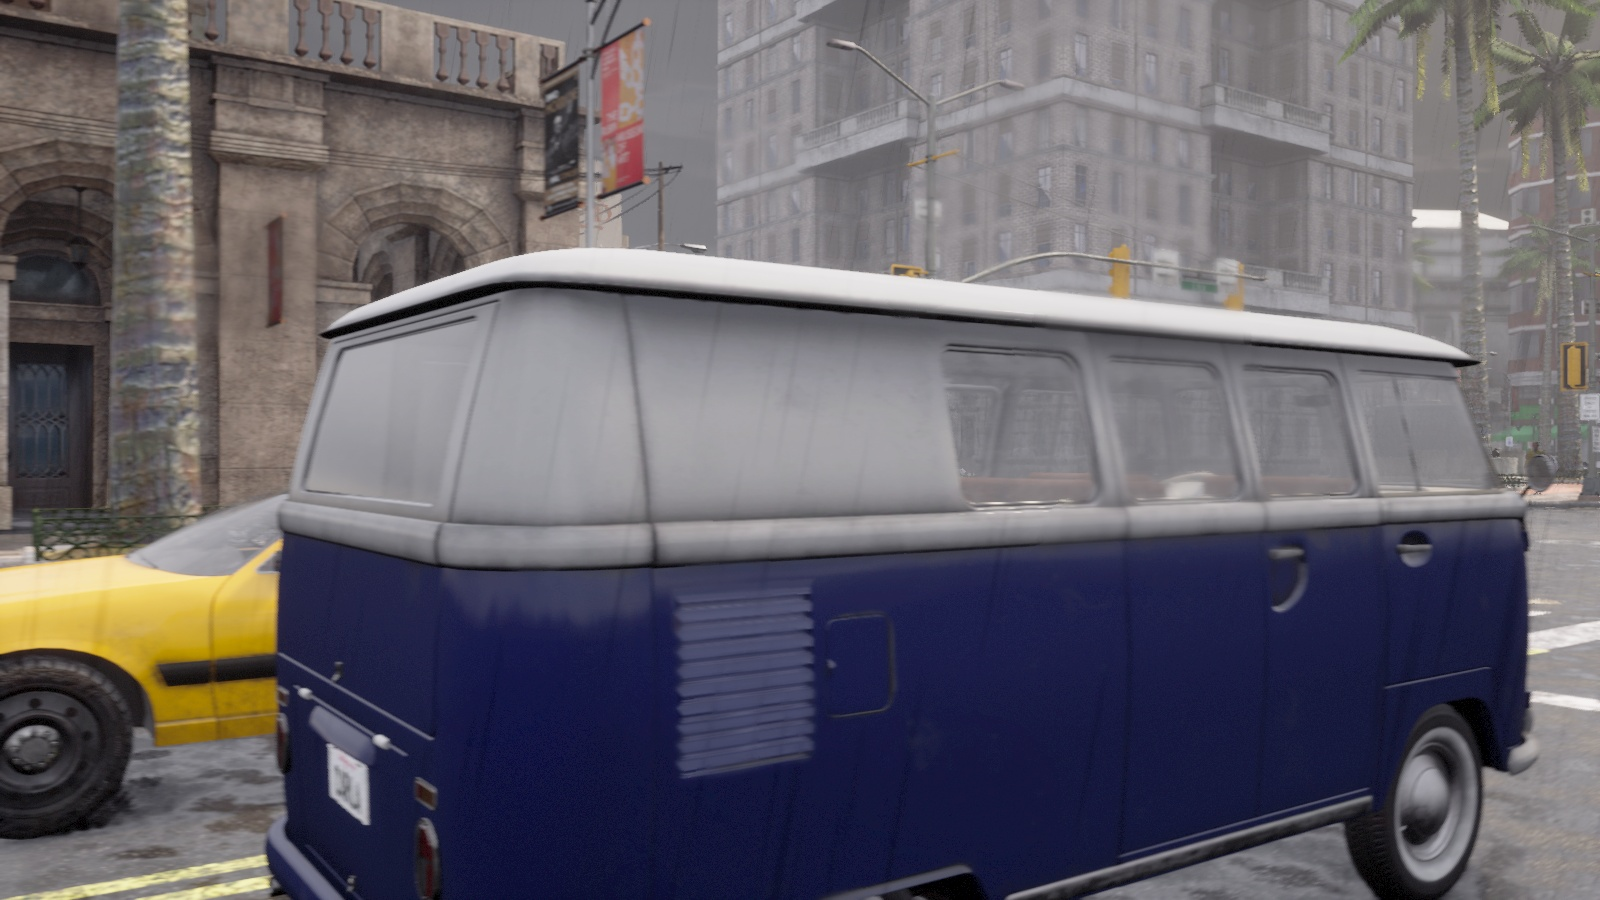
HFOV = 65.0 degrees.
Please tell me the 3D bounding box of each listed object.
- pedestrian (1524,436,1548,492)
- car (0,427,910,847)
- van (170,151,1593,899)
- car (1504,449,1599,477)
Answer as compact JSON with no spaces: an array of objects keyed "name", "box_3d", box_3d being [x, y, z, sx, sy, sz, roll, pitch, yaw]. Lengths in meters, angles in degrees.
[{"name":"pedestrian","box_3d":[24.354,0.452,41.577,0.709,1.840,0.431,0,0,-36]},{"name":"car","box_3d":[-2.093,0.704,6.438,5.366,1.575,1.801,0,0,-35]},{"name":"van","box_3d":[0.570,0.506,4.050,4.442,1.987,1.775,0,0,-35]},{"name":"car","box_3d":[45.859,0.766,76.573,2.033,1.649,4.856,0,0,-22]}]
